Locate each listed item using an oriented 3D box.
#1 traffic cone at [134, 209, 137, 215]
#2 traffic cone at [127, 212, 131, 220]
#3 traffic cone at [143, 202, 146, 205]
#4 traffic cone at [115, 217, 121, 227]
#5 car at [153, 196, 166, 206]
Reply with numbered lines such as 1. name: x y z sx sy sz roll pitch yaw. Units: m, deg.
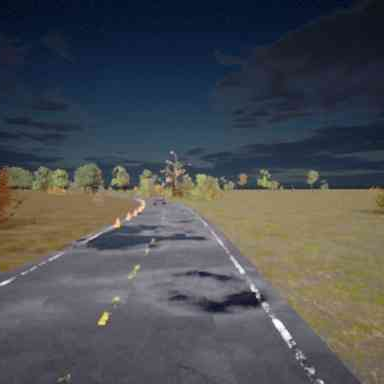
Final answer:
1. traffic cone: -5.256 1.874 31.028 0.340 0.580 0.340 0 0 -4
2. traffic cone: -4.954 1.889 26.064 0.340 0.580 0.340 0 0 -3
3. traffic cone: -6.079 1.844 40.899 0.340 0.580 0.340 0 0 -6
4. traffic cone: -4.702 1.903 21.098 0.340 0.580 0.340 0 0 -3
5. car: -5.174 1.395 53.100 2.033 1.411 5.357 0 0 -8
